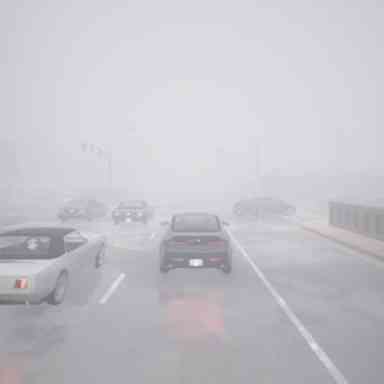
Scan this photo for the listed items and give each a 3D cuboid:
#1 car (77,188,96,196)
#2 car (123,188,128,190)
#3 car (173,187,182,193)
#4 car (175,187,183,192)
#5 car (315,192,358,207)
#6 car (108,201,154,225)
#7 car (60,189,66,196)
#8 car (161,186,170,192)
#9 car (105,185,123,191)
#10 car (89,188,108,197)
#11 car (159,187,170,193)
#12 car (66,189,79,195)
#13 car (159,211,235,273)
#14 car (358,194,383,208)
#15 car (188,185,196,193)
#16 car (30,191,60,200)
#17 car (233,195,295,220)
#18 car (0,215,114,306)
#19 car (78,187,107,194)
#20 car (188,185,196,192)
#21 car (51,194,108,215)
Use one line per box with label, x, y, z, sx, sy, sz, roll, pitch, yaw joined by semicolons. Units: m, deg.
car;-21.033;-0.056;66.559;2.128;1.511;4.902;0;1;0
car;-14.034;-0.102;67.455;1.837;1.490;4.892;0;1;0
car;-3.541;-0.409;80.607;1.812;1.442;4.674;0;1;0
car;-3.545;-0.674;89.803;1.895;1.301;4.718;0;1;0
car;15.189;0.744;34.447;4.674;1.442;1.812;0;1;2
car;-3.409;1.174;20.118;1.895;1.301;4.718;0;1;0
car;-21.049;0.201;56.216;1.812;1.442;4.674;0;1;0
car;-7.045;-0.744;89.769;2.128;1.511;4.902;0;1;0
car;-14.056;-0.130;57.319;2.150;2.045;5.566;0;1;0
car;-17.531;0.011;62.501;2.128;1.511;4.902;0;1;0
car;-7.041;-0.409;80.605;1.812;1.442;4.674;0;1;0
car;-17.585;0.254;52.706;2.128;1.511;4.902;0;1;0
car;0.097;1.326;10.000;1.837;1.490;4.892;0;1;0
car;18.617;0.786;30.819;5.008;1.535;1.882;0;1;2
car;-0.041;-0.436;81.875;2.128;1.511;4.902;0;1;0
car;-21.105;0.498;47.275;1.895;1.301;4.718;0;1;0
car;5.068;1.008;22.981;4.892;1.490;1.837;-1;-1;-34
car;-3.403;1.474;7.712;1.895;1.301;4.718;0;1;0
car;-14.072;0.373;47.391;1.882;1.535;5.008;0;1;-1
car;-0.046;-0.991;92.120;2.150;2.045;5.566;0;1;1
car;-6.911;1.084;21.596;2.033;1.411;5.357;0;1;0
